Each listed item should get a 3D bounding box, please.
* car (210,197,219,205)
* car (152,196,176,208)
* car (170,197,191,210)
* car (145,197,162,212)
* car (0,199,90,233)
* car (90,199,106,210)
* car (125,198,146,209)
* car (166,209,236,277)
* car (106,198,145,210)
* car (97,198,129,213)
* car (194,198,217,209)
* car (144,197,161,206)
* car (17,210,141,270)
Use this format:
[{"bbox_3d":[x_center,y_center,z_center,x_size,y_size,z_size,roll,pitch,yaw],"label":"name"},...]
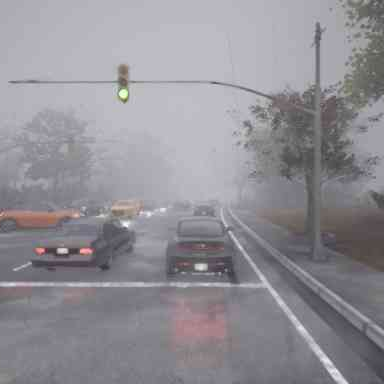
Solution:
[{"bbox_3d":[3.935,1.595,60.690,1.812,1.442,4.674,0,0,8],"label":"car"},{"bbox_3d":[-4.338,1.547,50.262,2.128,1.511,4.902,0,0,6],"label":"car"},{"bbox_3d":[-1.246,1.650,44.284,1.895,1.301,4.718,0,0,5],"label":"car"},{"bbox_3d":[-5.307,1.608,40.324,1.994,1.385,4.181,0,0,5],"label":"car"},{"bbox_3d":[-8.670,1.371,19.637,4.553,1.767,2.097,0,0,-10],"label":"car"},{"bbox_3d":[-9.612,1.383,29.327,2.097,1.767,4.553,0,0,4],"label":"car"},{"bbox_3d":[-8.071,1.578,48.203,1.812,1.442,4.674,0,0,6],"label":"car"},{"bbox_3d":[0.273,1.518,10.313,1.837,1.490,4.892,0,0,1],"label":"car"},{"bbox_3d":[-6.043,1.510,30.416,1.882,1.535,5.008,0,0,4],"label":"car"},{"bbox_3d":[-8.983,1.532,38.295,2.128,1.511,4.902,0,0,5],"label":"car"},{"bbox_3d":[1.157,1.560,30.470,1.812,1.442,4.674,0,0,3],"label":"car"},{"bbox_3d":[-6.922,1.569,58.448,1.837,1.490,4.892,0,0,6],"label":"car"},{"bbox_3d":[-3.219,1.559,11.030,2.033,1.411,5.357,0,0,2],"label":"car"}]
